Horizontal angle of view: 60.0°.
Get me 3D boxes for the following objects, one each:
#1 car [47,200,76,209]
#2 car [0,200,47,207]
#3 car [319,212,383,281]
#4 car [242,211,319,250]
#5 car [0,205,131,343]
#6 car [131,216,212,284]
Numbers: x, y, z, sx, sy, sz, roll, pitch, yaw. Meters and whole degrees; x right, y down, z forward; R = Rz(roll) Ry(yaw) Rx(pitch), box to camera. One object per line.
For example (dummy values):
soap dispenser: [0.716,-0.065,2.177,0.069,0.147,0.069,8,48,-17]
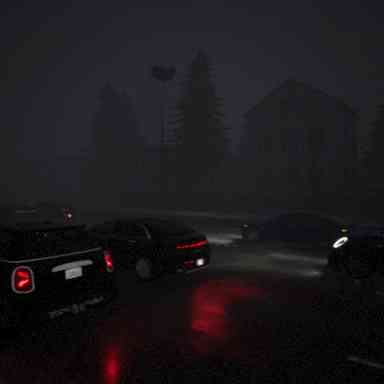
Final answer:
car: [-10.397,1.350,24.300,4.892,1.490,1.837,1,1,35]
car: [-11.627,1.343,20.878,4.902,1.511,2.128,1,0,35]
car: [5.922,1.353,8.367,4.553,1.767,2.097,1,0,36]
car: [4.340,1.495,13.793,4.674,1.442,1.812,1,0,36]
car: [-3.632,1.306,6.581,4.553,1.767,2.097,1,0,35]
car: [-1.760,1.457,9.546,4.892,1.490,1.837,0,0,35]
